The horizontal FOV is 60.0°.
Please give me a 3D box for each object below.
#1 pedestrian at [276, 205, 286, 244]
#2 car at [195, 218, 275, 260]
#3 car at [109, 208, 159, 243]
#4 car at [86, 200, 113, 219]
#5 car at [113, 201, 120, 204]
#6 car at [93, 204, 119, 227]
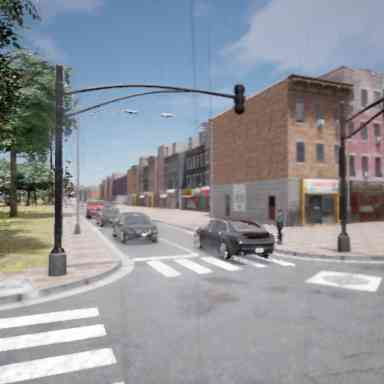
[{"bbox_3d":[4.185,1.516,15.761,0.375,1.860,0.375,1,-2,-21],"label":"pedestrian"},{"bbox_3d":[1.607,1.844,14.027,1.837,1.490,4.892,1,-2,-19],"label":"car"},{"bbox_3d":[-3.238,1.908,18.634,1.837,1.490,4.892,0,-1,-21],"label":"car"},{"bbox_3d":[-10.801,1.943,37.976,2.150,2.045,5.566,0,-1,-21],"label":"car"},{"bbox_3d":[-12.377,2.454,50.040,2.128,1.511,4.902,0,-1,-21],"label":"car"},{"bbox_3d":[-6.902,2.052,27.994,1.837,1.490,4.892,0,-1,-21],"label":"car"}]
